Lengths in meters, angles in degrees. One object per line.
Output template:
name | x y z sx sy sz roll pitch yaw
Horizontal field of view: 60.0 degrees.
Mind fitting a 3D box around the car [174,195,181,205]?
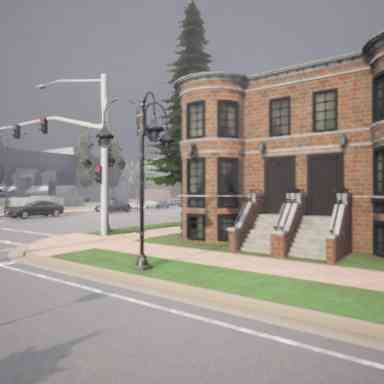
car | -2.178 1.349 54.227 2.097 1.767 4.553 0 0 6

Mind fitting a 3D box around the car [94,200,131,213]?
car | -8.727 1.561 36.622 1.994 1.385 4.181 0 0 32

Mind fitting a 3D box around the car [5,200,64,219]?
car | -13.688 1.501 29.215 1.837 1.490 4.892 0 0 35

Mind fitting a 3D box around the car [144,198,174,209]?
car | -4.593 1.598 44.543 1.895 1.301 4.718 0 0 20
